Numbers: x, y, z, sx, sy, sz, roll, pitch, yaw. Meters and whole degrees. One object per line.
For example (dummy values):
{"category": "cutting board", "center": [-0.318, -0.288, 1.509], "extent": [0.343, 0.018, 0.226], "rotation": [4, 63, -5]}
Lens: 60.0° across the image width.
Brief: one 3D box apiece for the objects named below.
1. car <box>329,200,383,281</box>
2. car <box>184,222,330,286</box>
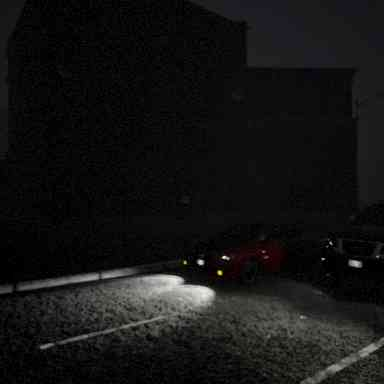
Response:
{"category": "car", "center": [5.896, 1.249, 9.121], "extent": [5.566, 2.045, 2.150], "rotation": [0, 0, -36]}
{"category": "car", "center": [1.829, 1.598, 9.616], "extent": [4.181, 1.385, 1.994], "rotation": [0, 0, -36]}
